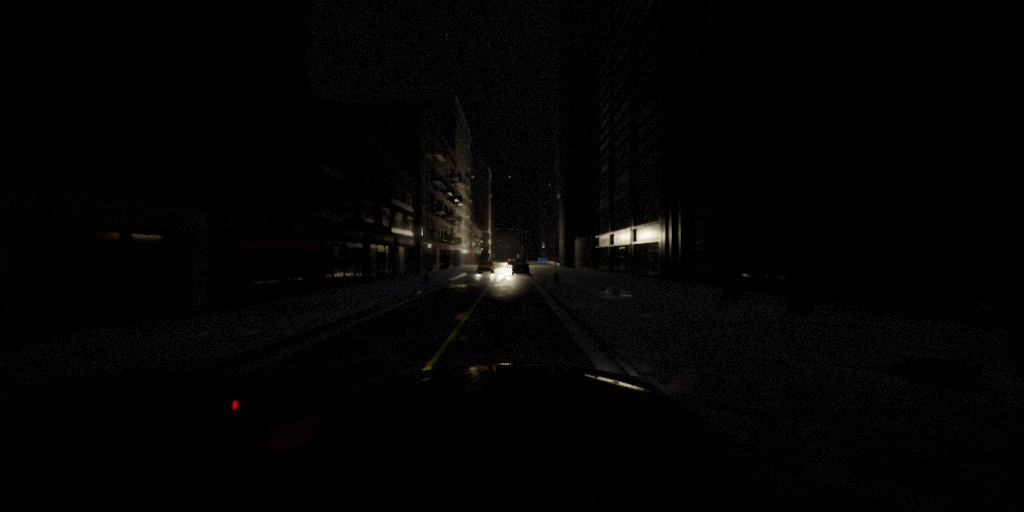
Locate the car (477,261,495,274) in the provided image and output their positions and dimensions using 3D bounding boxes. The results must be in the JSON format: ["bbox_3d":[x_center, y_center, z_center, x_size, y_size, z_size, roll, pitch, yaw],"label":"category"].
[{"bbox_3d":[-3.074,1.299,42.665,1.882,1.535,5.008,0,0,0],"label":"car"}]

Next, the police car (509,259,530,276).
[{"bbox_3d":[0.906,1.235,38.622,1.930,1.638,5.238,0,0,0],"label":"police car"}]

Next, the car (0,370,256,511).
[{"bbox_3d":[-3.100,1.297,0.652,2.033,1.411,5.357,0,0,0],"label":"car"}]
